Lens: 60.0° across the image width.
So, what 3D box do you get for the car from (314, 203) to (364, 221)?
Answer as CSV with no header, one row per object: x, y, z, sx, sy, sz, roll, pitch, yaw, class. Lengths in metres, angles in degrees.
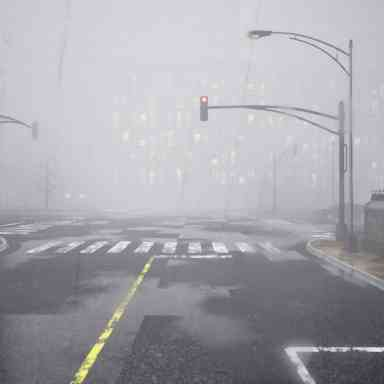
13.164,1.694,29.036,4.892,1.490,1.837,1,0,-1,car
